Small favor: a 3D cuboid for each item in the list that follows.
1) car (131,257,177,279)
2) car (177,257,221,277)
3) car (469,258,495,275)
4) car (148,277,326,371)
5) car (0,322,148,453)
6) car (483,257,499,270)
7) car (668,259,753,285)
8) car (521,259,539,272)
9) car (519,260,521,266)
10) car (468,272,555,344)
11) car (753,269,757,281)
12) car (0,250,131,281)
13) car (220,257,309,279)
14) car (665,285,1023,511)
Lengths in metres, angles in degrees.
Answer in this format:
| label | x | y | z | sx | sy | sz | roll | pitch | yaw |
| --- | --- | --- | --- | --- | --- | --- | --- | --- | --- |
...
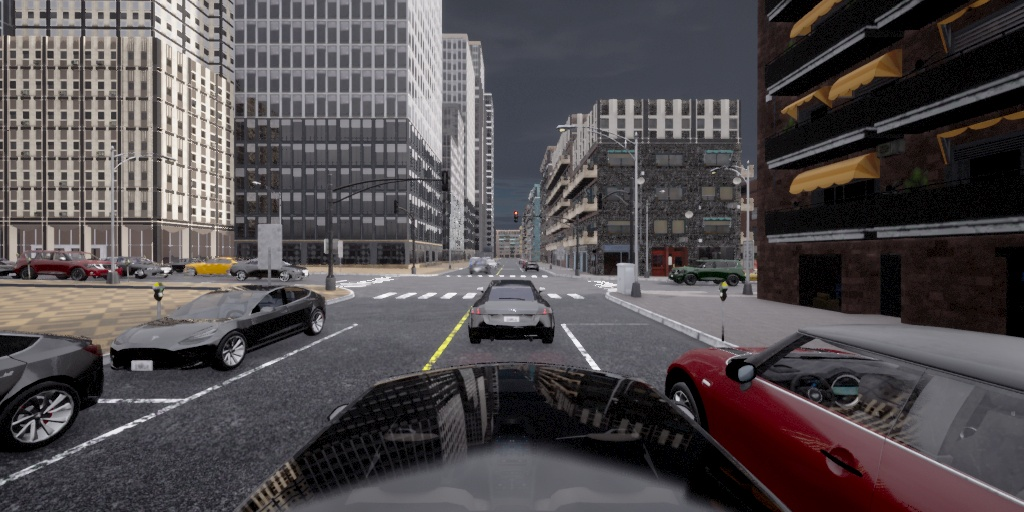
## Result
| label | x | y | z | sx | sy | sz | roll | pitch | yaw |
| --- | --- | --- | --- | --- | --- | --- | --- | --- | --- |
| car | -26.364 | 0.780 | 24.816 | 4.902 | 1.511 | 2.128 | 1 | 0 | -1 |
| car | -22.638 | 0.827 | 28.041 | 5.008 | 1.535 | 1.882 | 1 | 0 | -1 |
| car | -3.382 | 1.243 | 38.488 | 2.128 | 1.511 | 4.902 | 0 | 0 | 3 |
| car | -5.703 | 1.315 | 7.701 | 1.948 | 1.339 | 4.313 | 0 | 0 | 0 |
| car | -5.688 | 1.316 | 2.455 | 1.948 | 1.339 | 4.313 | 0 | 0 | 0 |
| car | -3.235 | 1.280 | 52.708 | 1.812 | 1.442 | 4.674 | 0 | 0 | 0 |
| car | 15.509 | 1.290 | 28.602 | 5.566 | 2.045 | 2.150 | 1 | 0 | -1 |
| car | 2.566 | 1.319 | 47.369 | 1.948 | 1.339 | 4.313 | 0 | 0 | 0 |
| car | 2.538 | 1.301 | 57.336 | 1.888 | 1.381 | 4.507 | 0 | 0 | 0 |
| car | -0.017 | 1.314 | 9.634 | 1.994 | 1.385 | 4.181 | 0 | 0 | 0 |
| car | 21.286 | 1.698 | 31.278 | 4.829 | 1.417 | 1.751 | 0 | 0 | -1 |
| car | -27.440 | 0.590 | 22.208 | 5.009 | 1.841 | 2.192 | 0 | 0 | -1 |
| car | -16.791 | 0.959 | 24.954 | 4.902 | 1.511 | 2.128 | 1 | 0 | -1 |
| car | 2.692 | 1.190 | 2.479 | 1.967 | 1.591 | 4.097 | 0 | 0 | 0 |
